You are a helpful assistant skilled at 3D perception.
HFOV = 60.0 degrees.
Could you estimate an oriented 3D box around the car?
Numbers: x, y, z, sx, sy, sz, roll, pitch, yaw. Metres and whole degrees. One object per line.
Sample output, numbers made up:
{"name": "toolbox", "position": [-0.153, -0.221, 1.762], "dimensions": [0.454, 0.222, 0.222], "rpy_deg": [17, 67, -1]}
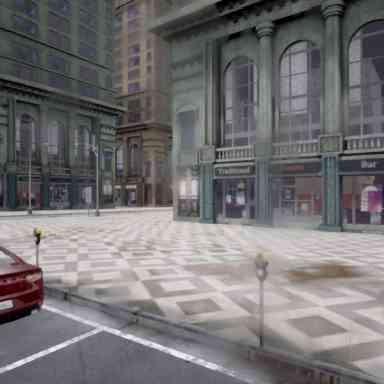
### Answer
{"name": "car", "position": [-4.597, 1.545, 6.221], "dimensions": [4.507, 1.381, 1.887], "rpy_deg": [0, 0, 35]}
